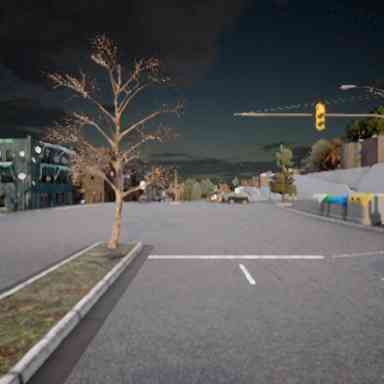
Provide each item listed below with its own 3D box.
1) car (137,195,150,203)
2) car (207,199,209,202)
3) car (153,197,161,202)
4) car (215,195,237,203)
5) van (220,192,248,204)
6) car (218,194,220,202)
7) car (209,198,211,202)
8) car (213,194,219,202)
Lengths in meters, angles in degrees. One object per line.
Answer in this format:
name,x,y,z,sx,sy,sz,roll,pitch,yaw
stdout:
car,-8.905,1.415,61.408,1.837,1.490,4.892,0,0,0
car,8.042,1.780,93.128,5.566,2.045,2.435,1,-2,-20
car,-8.934,1.908,85.661,2.033,1.411,5.357,0,-1,0
car,8.056,1.575,78.233,4.553,1.767,2.185,1,-1,-20
van,7.929,1.087,60.318,4.442,1.987,1.878,1,-1,-20
car,8.028,1.419,63.336,4.674,1.452,2.002,1,-2,-20
car,8.021,1.960,90.131,5.008,1.535,2.097,1,-1,-20
car,7.856,1.500,69.223,5.366,1.575,1.946,1,-1,-20
